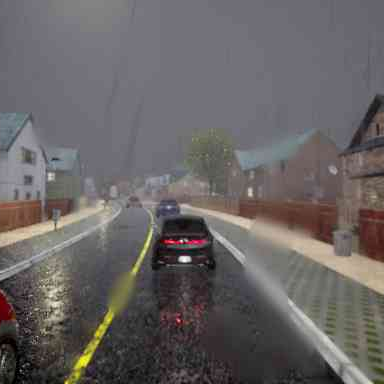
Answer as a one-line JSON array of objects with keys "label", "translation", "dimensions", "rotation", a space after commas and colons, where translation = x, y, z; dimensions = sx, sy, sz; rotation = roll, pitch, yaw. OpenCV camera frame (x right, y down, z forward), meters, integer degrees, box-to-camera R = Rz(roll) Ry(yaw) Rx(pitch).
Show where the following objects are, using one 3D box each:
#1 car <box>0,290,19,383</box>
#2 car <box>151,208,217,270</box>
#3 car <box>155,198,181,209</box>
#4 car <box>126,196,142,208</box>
[{"label": "car", "translation": [-2.942, 1.349, 1.782], "dimensions": [2.097, 1.767, 4.553], "rotation": [0, 0, -1]}, {"label": "car", "translation": [-0.300, 1.483, 10.991], "dimensions": [1.837, 1.490, 4.892], "rotation": [0, 0, -3]}, {"label": "car", "translation": [-2.238, 1.344, 30.426], "dimensions": [2.097, 1.767, 4.553], "rotation": [0, 0, -8]}, {"label": "car", "translation": [-8.547, 1.409, 48.974], "dimensions": [2.097, 1.767, 4.553], "rotation": [0, 0, -13]}]
